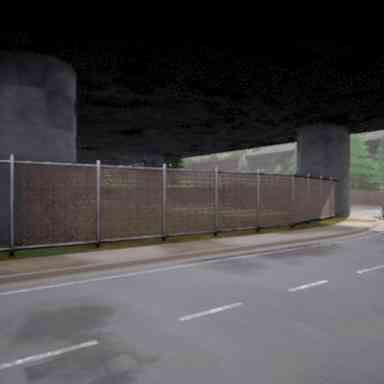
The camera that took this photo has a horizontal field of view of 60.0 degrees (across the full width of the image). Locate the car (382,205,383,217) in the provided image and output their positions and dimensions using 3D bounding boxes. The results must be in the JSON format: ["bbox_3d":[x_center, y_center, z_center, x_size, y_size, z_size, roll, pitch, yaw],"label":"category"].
[{"bbox_3d":[18.275,1.416,29.000,2.097,1.767,4.553,0,0,15],"label":"car"}]
